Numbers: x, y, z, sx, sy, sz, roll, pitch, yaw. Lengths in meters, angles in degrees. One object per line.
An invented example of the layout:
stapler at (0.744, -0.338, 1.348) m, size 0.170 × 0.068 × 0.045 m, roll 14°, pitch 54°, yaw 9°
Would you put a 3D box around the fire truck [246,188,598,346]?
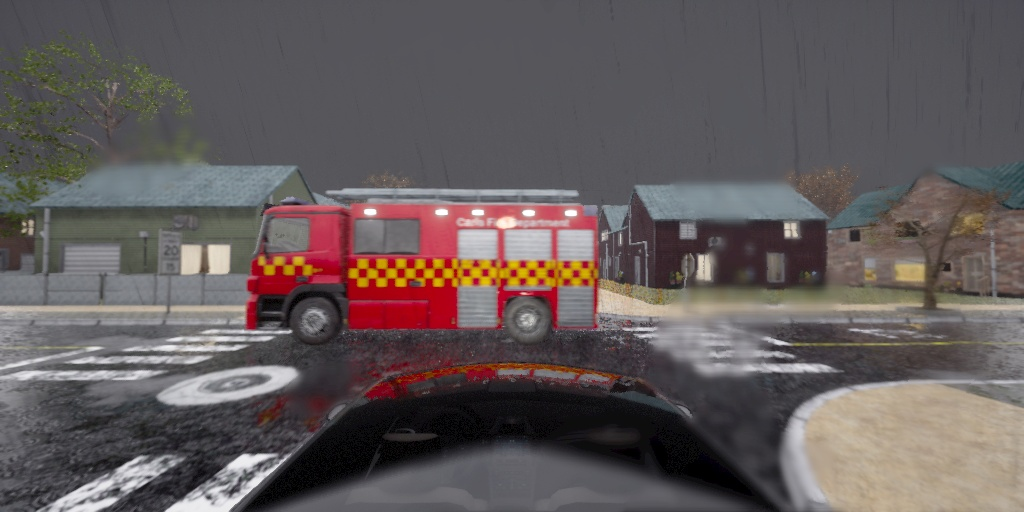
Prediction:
fire truck at (-2.080, 0.240, 9.840) m, size 8.468 × 3.827 × 2.891 m, roll 0°, pitch -1°, yaw -2°
